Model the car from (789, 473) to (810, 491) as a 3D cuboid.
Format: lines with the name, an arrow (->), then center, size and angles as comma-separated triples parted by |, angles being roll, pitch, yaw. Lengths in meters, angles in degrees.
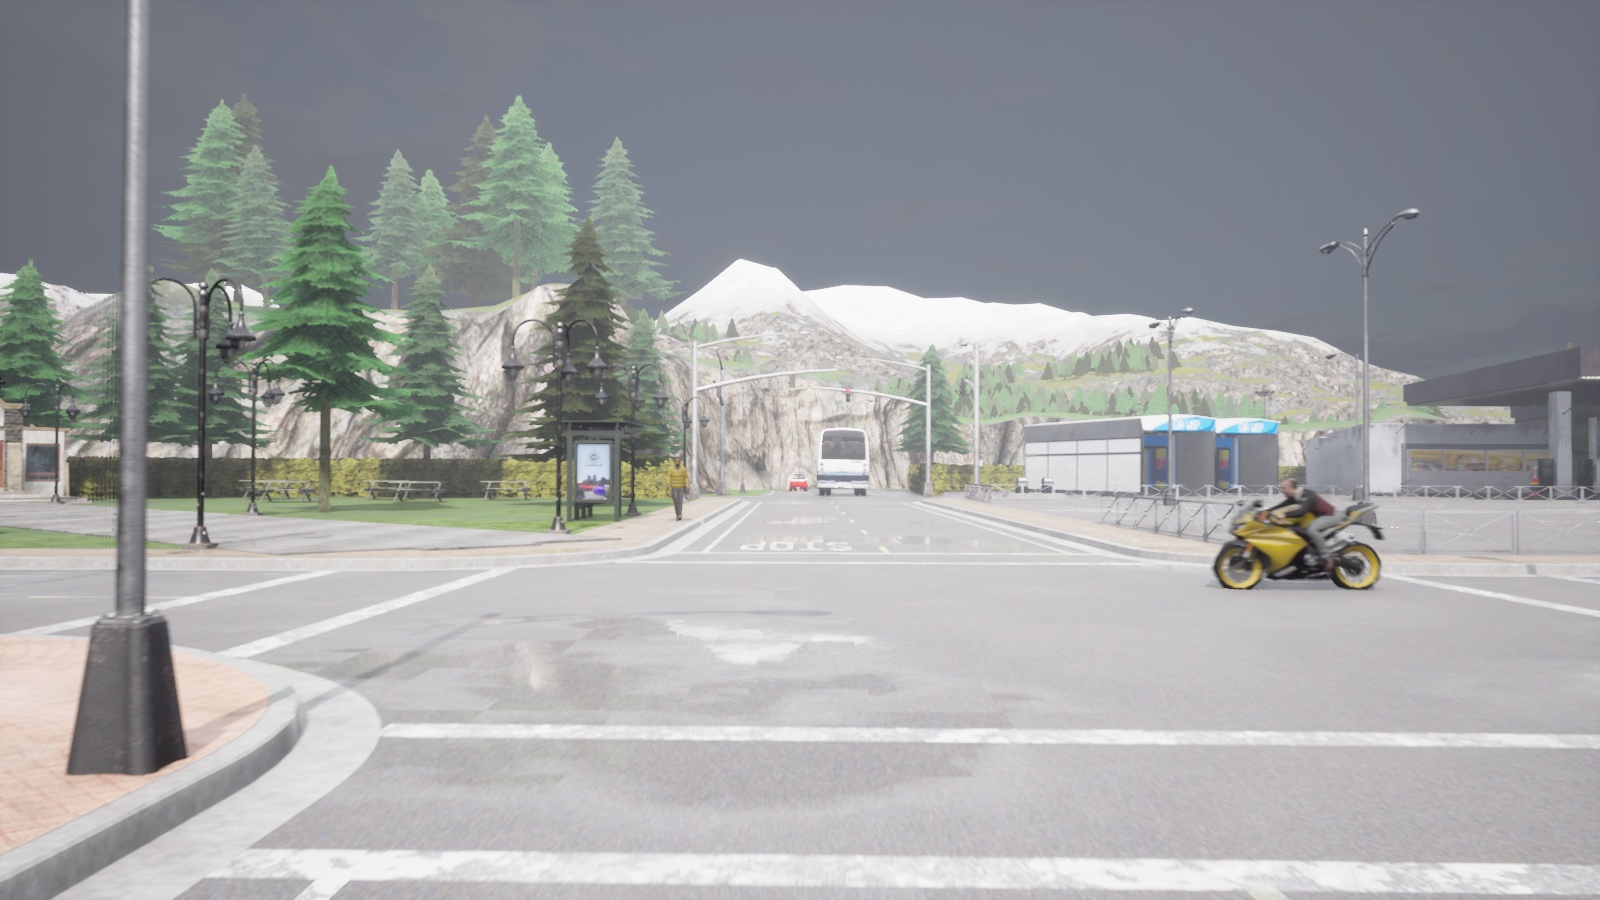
car -> -0.062, 2.487, 96.627 | 1.481, 1.376, 2.207 | 0, -1, 4

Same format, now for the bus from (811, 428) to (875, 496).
bus -> 2.822, 0.823, 83.429 | 3.944, 4.253, 10.273 | 0, -1, 2

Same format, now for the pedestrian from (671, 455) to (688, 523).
pedestrian -> -3.326, 1.063, 34.593 | 0.431, 1.840, 0.709 | 0, -1, -2

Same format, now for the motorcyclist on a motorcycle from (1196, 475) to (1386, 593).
motorcyclist on a motorcycle -> 6.535, 1.100, 16.793 | 2.191, 1.530, 0.866 | 0, -1, 0
